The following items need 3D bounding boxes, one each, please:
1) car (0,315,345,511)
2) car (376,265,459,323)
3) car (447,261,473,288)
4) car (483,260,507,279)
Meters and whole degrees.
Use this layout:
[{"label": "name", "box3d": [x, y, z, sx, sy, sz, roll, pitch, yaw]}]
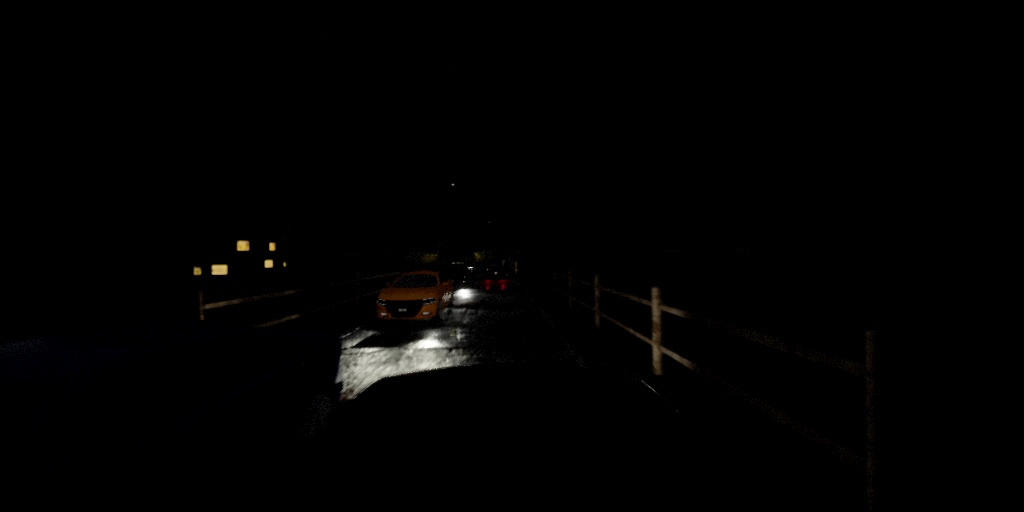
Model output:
[{"label": "car", "box3d": [-2.866, 1.263, 2.169, 1.882, 1.535, 5.008, -1, 0, -1]}, {"label": "car", "box3d": [-3.192, 1.258, 12.624, 1.882, 1.535, 5.008, -1, 0, -2]}, {"label": "car", "box3d": [-3.797, 1.283, 24.303, 1.837, 1.490, 4.892, -1, 0, -3]}, {"label": "car", "box3d": [-1.528, 1.270, 33.083, 1.812, 1.442, 4.674, -1, 0, -4]}]
